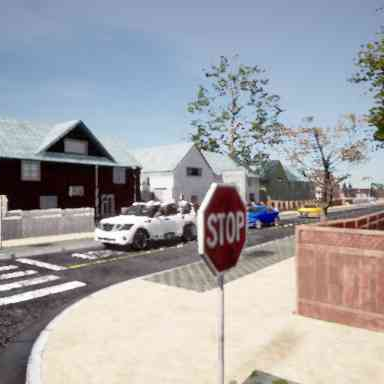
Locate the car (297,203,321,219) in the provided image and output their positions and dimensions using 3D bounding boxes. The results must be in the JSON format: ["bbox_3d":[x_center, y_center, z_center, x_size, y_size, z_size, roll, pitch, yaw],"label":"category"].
[{"bbox_3d":[12.703,1.939,35.299,1.882,1.535,5.008,-1,-1,37],"label":"car"}]

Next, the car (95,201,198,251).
[{"bbox_3d":[-1.901,1.470,15.895,2.150,2.045,5.566,-1,-1,37],"label":"car"}]

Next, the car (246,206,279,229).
[{"bbox_3d":[4.858,1.826,24.871,1.882,1.535,5.008,-1,-1,37],"label":"car"}]
